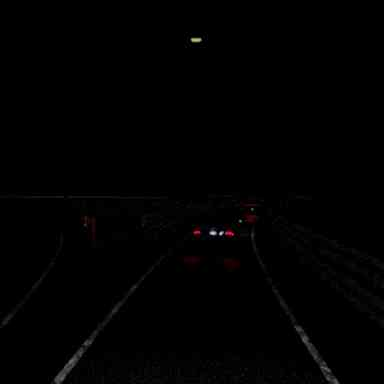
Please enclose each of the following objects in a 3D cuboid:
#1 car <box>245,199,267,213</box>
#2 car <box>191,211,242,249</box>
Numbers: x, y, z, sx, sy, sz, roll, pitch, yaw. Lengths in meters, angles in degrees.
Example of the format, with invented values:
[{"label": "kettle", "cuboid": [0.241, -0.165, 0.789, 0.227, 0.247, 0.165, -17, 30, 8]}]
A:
[{"label": "car", "cuboid": [7.286, 1.584, 37.639, 1.837, 1.490, 4.892, 0, 0, 21]}, {"label": "car", "cuboid": [1.178, 1.567, 14.713, 2.033, 1.411, 5.357, 0, 0, 9]}]
